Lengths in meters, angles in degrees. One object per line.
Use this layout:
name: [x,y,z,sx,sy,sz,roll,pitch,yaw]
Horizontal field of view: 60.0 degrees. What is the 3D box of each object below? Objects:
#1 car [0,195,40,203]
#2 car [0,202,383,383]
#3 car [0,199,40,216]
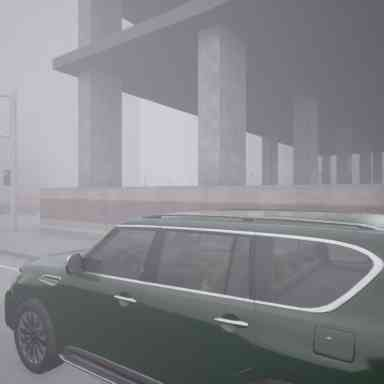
car: [-16.610,1.277,30.297,2.150,2.045,5.566,0,0,35]
car: [0.051,1.221,3.948,5.566,2.045,2.150,0,0,36]
car: [-18.390,1.533,33.829,1.882,1.535,5.008,0,0,36]
